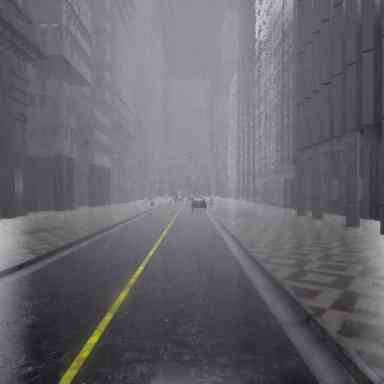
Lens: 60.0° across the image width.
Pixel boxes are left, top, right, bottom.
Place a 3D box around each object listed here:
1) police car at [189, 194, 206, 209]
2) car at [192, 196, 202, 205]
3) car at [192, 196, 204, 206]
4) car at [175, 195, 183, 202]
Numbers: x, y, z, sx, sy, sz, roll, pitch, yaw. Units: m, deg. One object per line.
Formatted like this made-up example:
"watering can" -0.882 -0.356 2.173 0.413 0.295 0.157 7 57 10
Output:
"police car" 0.900 1.444 45.092 1.930 1.638 5.238 0 0 0
"car" 0.900 1.482 61.172 1.801 1.575 5.366 0 0 0
"car" 0.900 1.502 54.982 1.882 1.535 5.008 0 0 0
"car" -3.000 1.480 76.711 1.837 1.490 4.892 0 0 0
